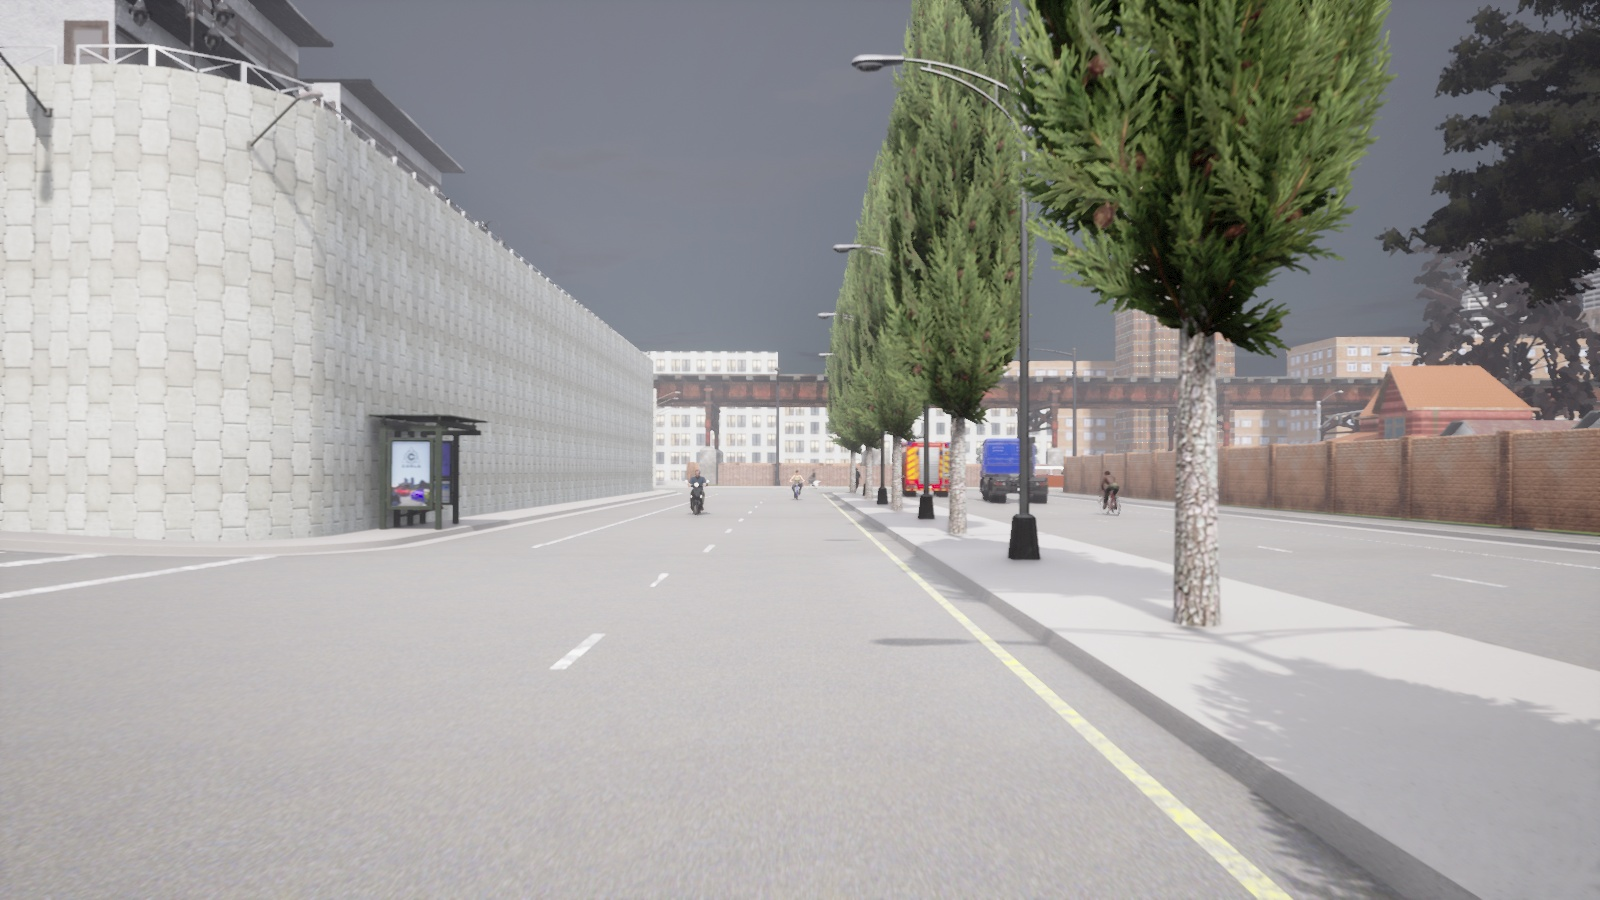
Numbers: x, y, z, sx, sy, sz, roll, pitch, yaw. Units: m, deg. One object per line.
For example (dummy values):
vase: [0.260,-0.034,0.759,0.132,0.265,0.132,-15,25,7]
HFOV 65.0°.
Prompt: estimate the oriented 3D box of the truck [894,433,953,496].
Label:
truck: [7.815,0.968,80.634,2.891,3.827,8.468,0,-1,0]

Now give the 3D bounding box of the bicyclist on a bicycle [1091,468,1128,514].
bicyclist on a bicycle: [11.183,1.483,45.431,0.582,1.620,1.656,-2,-1,-11]

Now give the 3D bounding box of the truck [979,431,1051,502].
truck: [11.115,0.886,65.587,2.891,3.462,7.936,0,-1,4]

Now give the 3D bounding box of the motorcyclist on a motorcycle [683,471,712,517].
motorcyclist on a motorcycle: [-3.599,1.522,44.199,0.866,1.590,1.817,0,-1,0]
